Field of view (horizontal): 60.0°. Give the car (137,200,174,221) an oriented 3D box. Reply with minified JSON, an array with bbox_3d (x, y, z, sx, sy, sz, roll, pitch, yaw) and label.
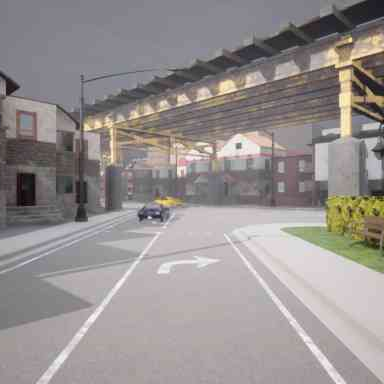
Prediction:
[{"bbox_3d":[-2.951,1.601,26.902,1.895,1.301,4.718,0,0,5],"label":"car"}]

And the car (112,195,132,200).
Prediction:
[{"bbox_3d":[-16.876,1.295,80.118,4.536,1.218,1.853,0,0,-15],"label":"car"}]

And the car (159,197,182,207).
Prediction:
[{"bbox_3d":[-3.637,1.477,49.451,1.882,1.535,5.008,0,0,-45],"label":"car"}]

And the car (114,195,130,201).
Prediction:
[{"bbox_3d":[-17.608,1.452,83.773,2.038,1.542,4.974,0,0,15],"label":"car"}]

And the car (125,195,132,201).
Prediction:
[{"bbox_3d":[-16.927,1.452,80.105,4.974,1.542,2.038,0,0,-15],"label":"car"}]

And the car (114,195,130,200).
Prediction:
[{"bbox_3d":[-17.595,1.295,83.823,1.853,1.218,4.536,0,0,15],"label":"car"}]
